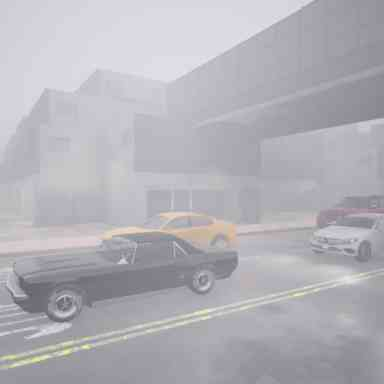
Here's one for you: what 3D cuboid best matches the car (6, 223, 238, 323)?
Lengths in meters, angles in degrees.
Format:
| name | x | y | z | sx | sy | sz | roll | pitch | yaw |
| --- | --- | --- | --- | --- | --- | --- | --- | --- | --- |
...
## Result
| name | x | y | z | sx | sy | sz | roll | pitch | yaw |
| --- | --- | --- | --- | --- | --- | --- | --- | --- | --- |
| car | -1.360 | 1.601 | 7.271 | 4.718 | 1.301 | 1.895 | 0 | 0 | -33 |

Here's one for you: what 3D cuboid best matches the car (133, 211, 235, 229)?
| name | x | y | z | sx | sy | sz | roll | pitch | yaw |
| --- | --- | --- | --- | --- | --- | --- | --- | --- | --- |
| car | -0.702 | 1.478 | 11.843 | 5.008 | 1.535 | 1.882 | 0 | 0 | -33 |

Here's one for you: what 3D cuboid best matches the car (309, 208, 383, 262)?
| name | x | y | z | sx | sy | sz | roll | pitch | yaw |
| --- | --- | --- | --- | --- | --- | --- | --- | --- | --- |
| car | 6.355 | 1.526 | 12.194 | 4.674 | 1.442 | 1.812 | 0 | 0 | -32 |

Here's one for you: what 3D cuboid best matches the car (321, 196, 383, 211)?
| name | x | y | z | sx | sy | sz | roll | pitch | yaw |
| --- | --- | --- | --- | --- | --- | --- | --- | --- | --- |
| car | 9.262 | 1.223 | 18.201 | 5.566 | 2.045 | 2.150 | 0 | 0 | -32 |
